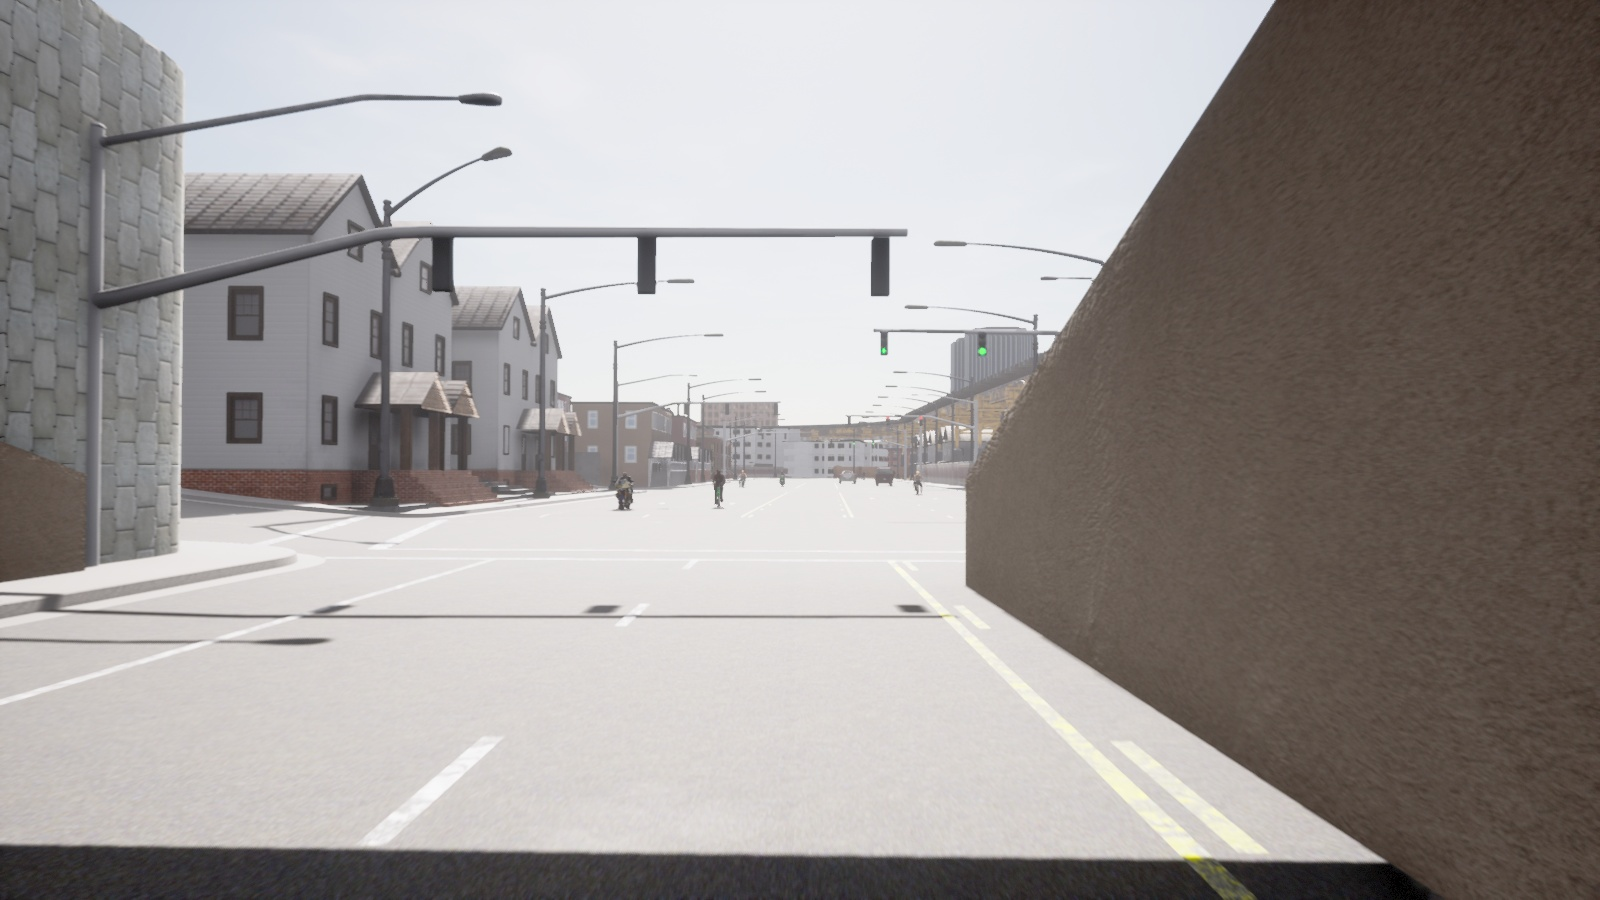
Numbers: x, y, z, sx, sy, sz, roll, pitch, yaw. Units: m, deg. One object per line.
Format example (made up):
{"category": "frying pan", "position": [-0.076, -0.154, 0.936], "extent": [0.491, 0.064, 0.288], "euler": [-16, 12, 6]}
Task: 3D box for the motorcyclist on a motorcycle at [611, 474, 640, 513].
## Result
{"category": "motorcyclist on a motorcycle", "position": [-6.936, 1.714, 50.000], "extent": [0.866, 1.530, 2.191], "euler": [0, -1, 0]}
